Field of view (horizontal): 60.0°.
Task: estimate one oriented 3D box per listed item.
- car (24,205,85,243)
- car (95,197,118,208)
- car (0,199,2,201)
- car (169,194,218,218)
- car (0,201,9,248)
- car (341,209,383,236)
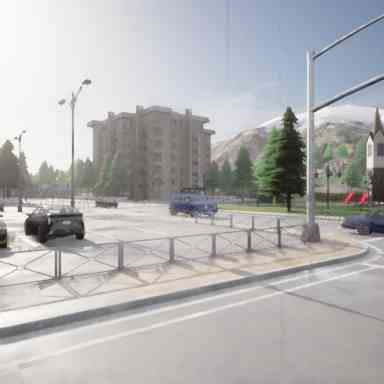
[{"bbox_3d":[-6.370,1.339,15.305,2.007,1.523,4.514,0,0,-36],"label":"car"},{"bbox_3d":[-12.113,1.479,47.037,1.882,1.535,5.008,0,0,-36],"label":"car"},{"bbox_3d":[-21.613,1.374,36.410,1.845,1.501,3.633,0,0,-36],"label":"car"},{"bbox_3d":[0.010,1.220,30.423,2.150,2.045,5.566,0,0,-36],"label":"car"},{"bbox_3d":[-8.883,1.330,13.426,2.152,1.636,5.027,0,0,-36],"label":"car"},{"bbox_3d":[10.292,1.546,16.465,2.033,1.411,5.357,0,0,-36],"label":"car"}]
